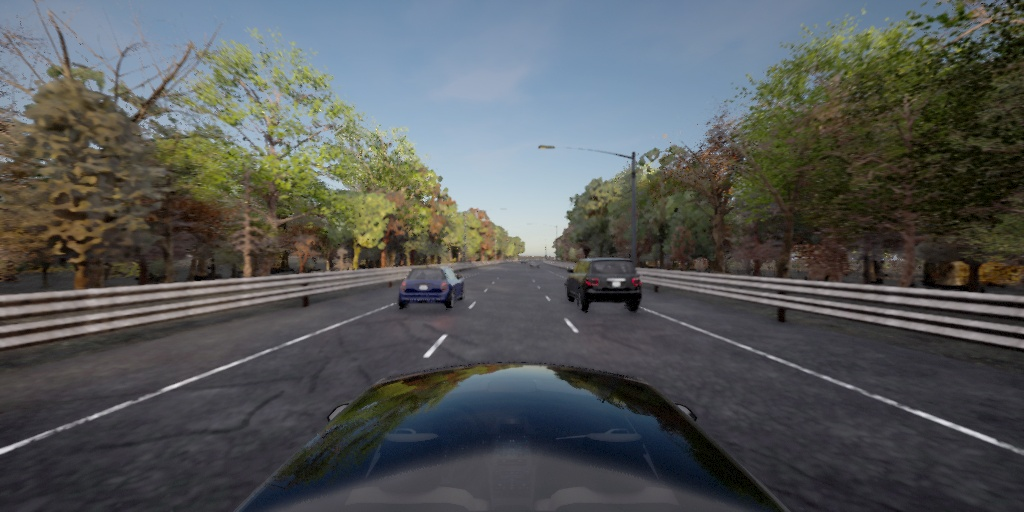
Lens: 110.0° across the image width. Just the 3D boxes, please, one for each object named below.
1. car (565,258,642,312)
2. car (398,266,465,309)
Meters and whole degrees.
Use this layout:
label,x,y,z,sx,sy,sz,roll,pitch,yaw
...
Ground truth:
label,x,y,z,sx,sy,sz,roll,pitch,yaw
car,3.645,1.091,15.148,2.150,2.045,5.566,0,0,0
car,-3.350,1.221,15.745,2.097,1.767,4.553,0,0,0
